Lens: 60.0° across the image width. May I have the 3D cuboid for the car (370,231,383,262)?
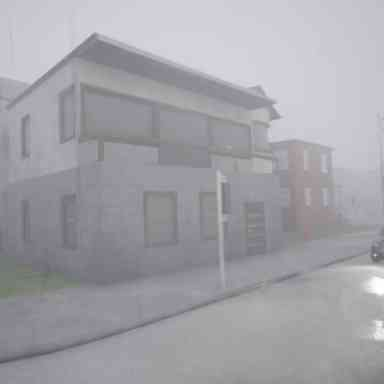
[{"bbox_3d":[8.526,1.948,12.886,4.181,1.385,1.994,1,-4,-44],"label":"car"}]
